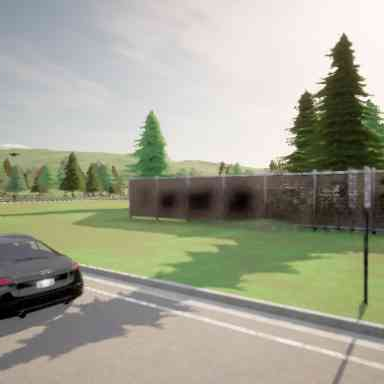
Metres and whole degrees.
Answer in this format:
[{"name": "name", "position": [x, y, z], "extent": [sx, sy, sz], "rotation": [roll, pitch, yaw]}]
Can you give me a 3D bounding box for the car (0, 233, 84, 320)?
[{"name": "car", "position": [-4.199, 1.566, 6.989], "extent": [4.181, 1.385, 1.994], "rotation": [0, 0, 35]}]
